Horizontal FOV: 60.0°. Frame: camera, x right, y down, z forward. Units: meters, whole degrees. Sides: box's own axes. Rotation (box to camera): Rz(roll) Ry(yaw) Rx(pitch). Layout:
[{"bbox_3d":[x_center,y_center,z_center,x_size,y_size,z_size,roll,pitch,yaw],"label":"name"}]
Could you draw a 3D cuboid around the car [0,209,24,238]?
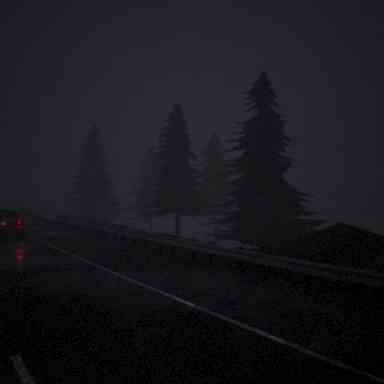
[{"bbox_3d":[-11.519,1.763,19.895,2.097,1.767,4.553,2,-2,-36],"label":"car"}]
